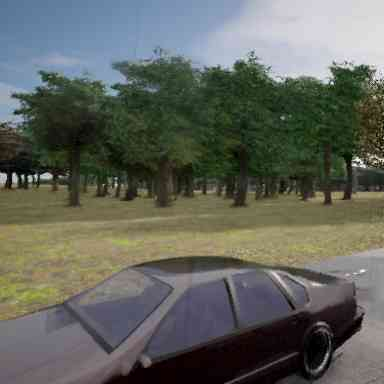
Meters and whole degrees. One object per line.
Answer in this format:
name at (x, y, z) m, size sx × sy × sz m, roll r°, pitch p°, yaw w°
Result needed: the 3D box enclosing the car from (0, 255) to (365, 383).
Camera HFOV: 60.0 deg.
car at (-0.086, 1.548, 3.932) m, size 5.357 × 1.411 × 2.033 m, roll 0°, pitch 0°, yaw -35°
